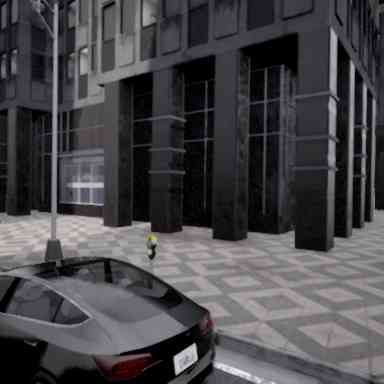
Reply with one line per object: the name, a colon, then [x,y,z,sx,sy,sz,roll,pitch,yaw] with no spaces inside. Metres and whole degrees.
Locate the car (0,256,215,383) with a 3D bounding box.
car: [-1.747,1.503,4.210,4.313,1.339,1.947,1,1,36]
